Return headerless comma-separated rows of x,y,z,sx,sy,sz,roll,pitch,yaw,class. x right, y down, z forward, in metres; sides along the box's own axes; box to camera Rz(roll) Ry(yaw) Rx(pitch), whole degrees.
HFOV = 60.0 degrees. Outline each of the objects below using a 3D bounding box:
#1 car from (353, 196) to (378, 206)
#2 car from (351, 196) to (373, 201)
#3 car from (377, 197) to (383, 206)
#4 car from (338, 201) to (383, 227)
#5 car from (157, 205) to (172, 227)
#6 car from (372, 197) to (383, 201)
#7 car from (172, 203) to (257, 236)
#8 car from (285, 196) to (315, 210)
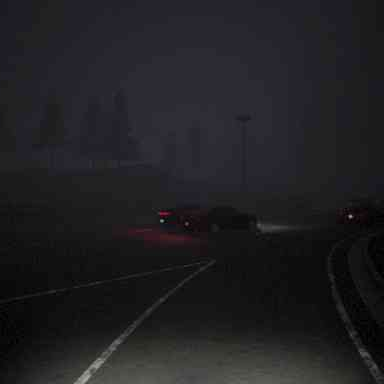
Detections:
30.194,1.492,57.787,4.902,1.511,2.128,0,0,-41,car
20.331,1.504,39.750,4.892,1.490,1.837,0,0,-41,car
32.760,1.525,55.518,4.674,1.442,1.812,0,0,-41,car
11.790,1.564,22.877,4.181,1.385,1.994,0,0,-41,car
-0.020,1.503,21.795,4.892,1.490,1.837,0,0,-41,car
21.942,1.563,36.503,4.181,1.385,1.994,0,0,-41,car
1.583,1.477,18.540,5.008,1.535,1.882,0,0,-41,car
14.260,1.351,43.729,4.553,1.767,2.097,0,0,-41,car
